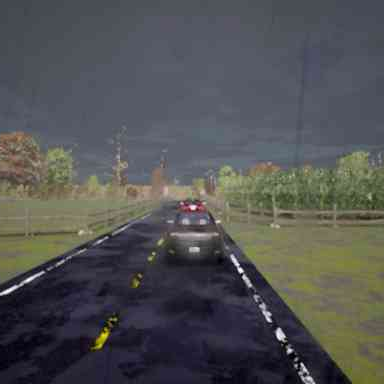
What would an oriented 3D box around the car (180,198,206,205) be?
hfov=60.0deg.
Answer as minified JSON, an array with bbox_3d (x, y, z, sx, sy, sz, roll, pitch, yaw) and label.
[{"bbox_3d":[0.091,1.271,28.170,2.097,1.767,4.553,0,0,0],"label":"car"}]

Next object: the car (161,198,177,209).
[{"bbox_3d":[-2.833,1.417,42.299,2.033,1.411,5.357,0,0,0],"label":"car"}]

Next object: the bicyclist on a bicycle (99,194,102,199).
[{"bbox_3d":[-22.397,1.194,81.377,0.582,1.620,1.656,0,1,1],"label":"bicyclist on a bicycle"}]

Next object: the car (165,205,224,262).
[{"bbox_3d":[0.084,1.456,12.053,2.128,1.511,4.902,0,0,0],"label":"car"}]
